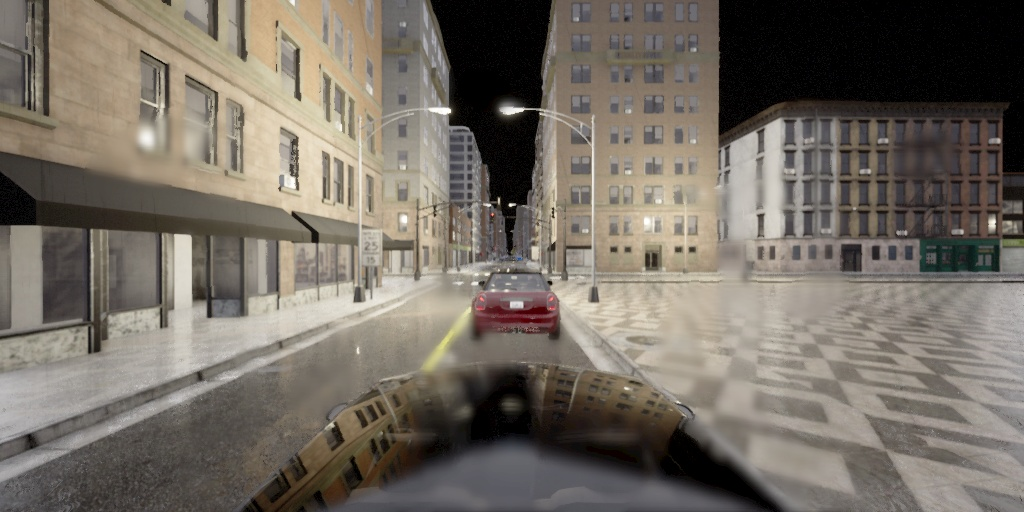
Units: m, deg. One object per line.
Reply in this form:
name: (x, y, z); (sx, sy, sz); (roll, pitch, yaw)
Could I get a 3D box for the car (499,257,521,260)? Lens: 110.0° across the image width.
car: (0.056, 1.082, 19.831); (2.097, 1.767, 4.553); (0, 0, -1)

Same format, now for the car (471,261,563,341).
car: (0.105, 1.093, 10.015); (2.097, 1.767, 4.553); (0, 0, 0)
